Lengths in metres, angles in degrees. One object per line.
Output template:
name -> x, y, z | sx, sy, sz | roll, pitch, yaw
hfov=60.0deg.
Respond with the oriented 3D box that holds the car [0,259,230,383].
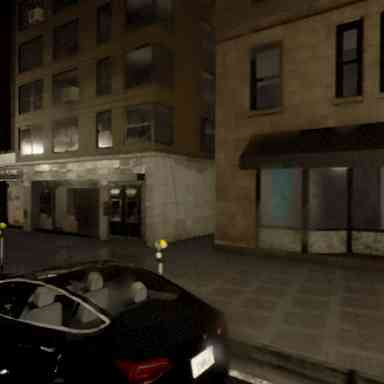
car -> -1.600, 1.559, 4.199 | 4.313, 1.339, 1.947 | 0, 1, 35
